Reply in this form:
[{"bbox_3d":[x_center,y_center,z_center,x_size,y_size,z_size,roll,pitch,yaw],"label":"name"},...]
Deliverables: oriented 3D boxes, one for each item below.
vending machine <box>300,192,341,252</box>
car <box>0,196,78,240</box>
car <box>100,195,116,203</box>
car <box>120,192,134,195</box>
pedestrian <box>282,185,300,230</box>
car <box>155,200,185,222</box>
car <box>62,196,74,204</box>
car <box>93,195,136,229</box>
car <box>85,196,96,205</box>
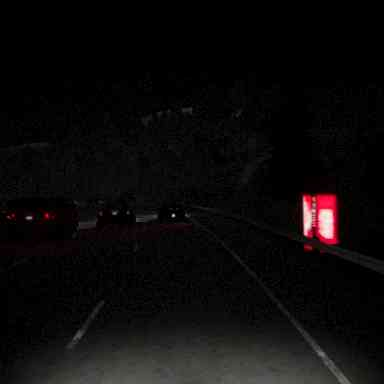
[{"bbox_3d":[4.649,1.052,12.114,1.100,2.100,0.880,-1,0,-4],"label":"vending machine"},{"bbox_3d":[-7.497,1.215,17.282,2.150,2.045,5.566,0,0,-7],"label":"car"},{"bbox_3d":[-16.063,1.312,63.203,2.128,1.511,4.902,-1,0,-24],"label":"car"},{"bbox_3d":[-12.504,0.987,63.873,2.150,2.045,5.566,-1,0,-24],"label":"car"},{"bbox_3d":[3.991,0.605,13.440,0.375,1.860,0.375,-1,0,-4],"label":"pedestrian"},{"bbox_3d":[-1.658,1.365,25.357,1.837,1.490,4.892,0,0,-9],"label":"car"},{"bbox_3d":[-23.113,1.453,61.767,1.812,1.442,4.674,-1,0,-24],"label":"car"},{"bbox_3d":[-4.793,1.279,21.615,2.097,1.767,4.553,-1,0,-7],"label":"car"},{"bbox_3d":[-16.945,1.381,56.296,1.837,1.490,4.892,1,0,-22],"label":"car"}]
